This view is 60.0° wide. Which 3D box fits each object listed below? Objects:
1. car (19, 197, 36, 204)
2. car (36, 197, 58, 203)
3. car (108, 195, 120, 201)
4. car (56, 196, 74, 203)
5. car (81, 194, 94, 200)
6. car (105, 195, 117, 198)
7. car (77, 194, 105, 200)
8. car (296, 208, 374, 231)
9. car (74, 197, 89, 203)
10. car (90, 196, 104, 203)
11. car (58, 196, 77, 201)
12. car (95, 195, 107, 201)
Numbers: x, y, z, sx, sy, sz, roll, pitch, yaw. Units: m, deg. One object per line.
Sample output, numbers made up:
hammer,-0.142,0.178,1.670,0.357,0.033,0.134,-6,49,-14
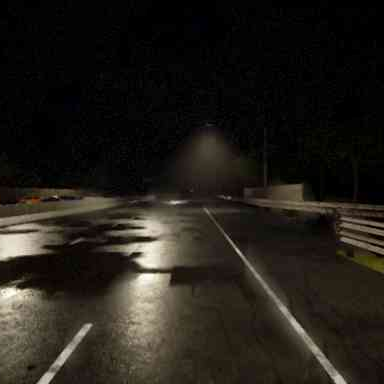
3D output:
car,-28.009,1.543,57.743,1.882,1.535,5.008,0,0,0
car,-24.510,1.613,58.098,2.033,1.411,5.357,0,0,1
car,-21.088,1.644,89.700,2.033,1.411,5.357,0,0,0
car,-28.025,1.566,73.568,1.882,1.535,5.008,0,0,0
car,-28.086,1.310,89.365,1.882,1.535,5.008,0,0,0
car,-17.526,1.642,73.957,1.994,1.385,4.181,0,0,0
car,-17.533,1.287,58.098,2.150,2.045,5.566,0,0,1
car,8.893,1.661,21.275,1.895,1.301,4.718,1,0,-24
car,-24.526,1.684,73.888,1.895,1.301,4.718,0,0,0
car,-21.026,1.614,73.938,1.812,1.442,4.674,0,0,0
car,-21.033,1.543,58.117,1.882,1.535,5.008,0,0,1
car,-24.588,1.604,89.687,1.837,1.490,4.892,0,0,0
